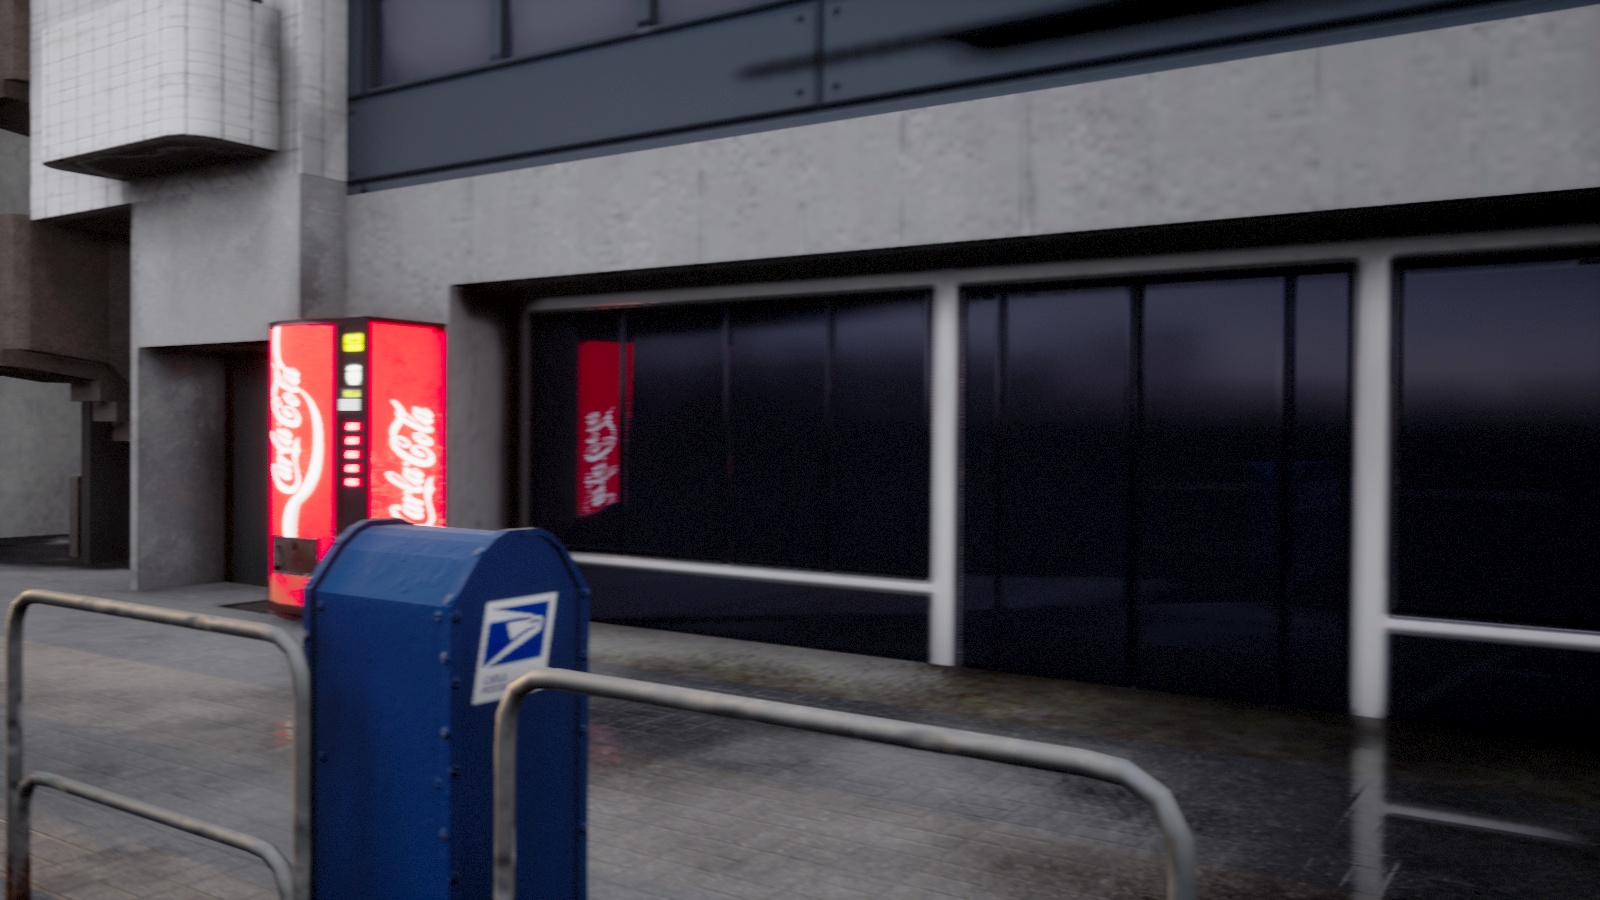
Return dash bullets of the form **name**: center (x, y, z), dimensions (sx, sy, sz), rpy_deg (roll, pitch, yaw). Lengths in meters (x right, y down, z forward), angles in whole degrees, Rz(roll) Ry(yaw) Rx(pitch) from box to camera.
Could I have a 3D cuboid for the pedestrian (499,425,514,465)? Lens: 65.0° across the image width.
- **pedestrian**: center (-13.495, -0.225, 57.764), dimensions (0.594, 1.836, 0.345), rpy_deg (-1, 1, -22)
